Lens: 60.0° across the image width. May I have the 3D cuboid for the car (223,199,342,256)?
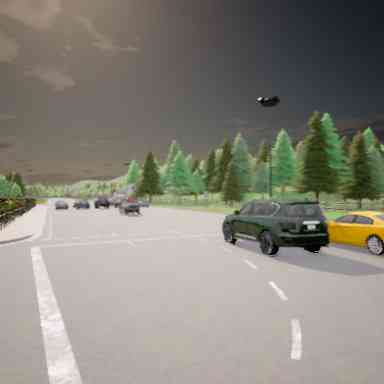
[{"bbox_3d":[3.207,1.318,13.820,2.150,2.045,5.566,0,-1,-18],"label":"car"}]

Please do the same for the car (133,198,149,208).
[{"bbox_3d":[-9.432,2.289,62.579,1.994,1.385,4.181,-1,-1,-23],"label":"car"}]

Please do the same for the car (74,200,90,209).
[{"bbox_3d":[-19.627,2.184,59.971,2.097,1.767,4.553,-1,-1,-23],"label":"car"}]

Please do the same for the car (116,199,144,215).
[{"bbox_3d":[-7.679,1.999,40.764,1.837,1.490,4.892,-1,-1,-23],"label":"car"}]

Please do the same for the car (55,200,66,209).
[{"bbox_3d":[-26.302,2.481,66.505,1.837,1.490,4.892,-1,-1,-23],"label":"car"}]

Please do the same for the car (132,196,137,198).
[{"bbox_3d":[-13.030,1.910,71.053,2.150,2.045,5.566,-1,-1,-23],"label":"car"}]

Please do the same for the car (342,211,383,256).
[{"bbox_3d":[6.974,1.521,13.439,1.882,1.535,5.008,0,-1,-16],"label":"car"}]

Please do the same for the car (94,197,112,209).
[{"bbox_3d":[-17.041,2.048,62.675,2.150,2.045,5.566,-1,0,-22],"label":"car"}]

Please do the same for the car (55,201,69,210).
[{"bbox_3d":[-22.741,2.421,58.351,1.994,1.385,4.181,-1,-1,-23],"label":"car"}]

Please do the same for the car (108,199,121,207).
[{"bbox_3d":[-16.236,2.265,69.656,1.994,1.385,4.181,-1,-1,-23],"label":"car"}]

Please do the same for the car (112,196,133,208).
[{"bbox_3d":[-12.957,2.116,61.923,2.097,1.767,4.553,-1,-1,-23],"label":"car"}]
